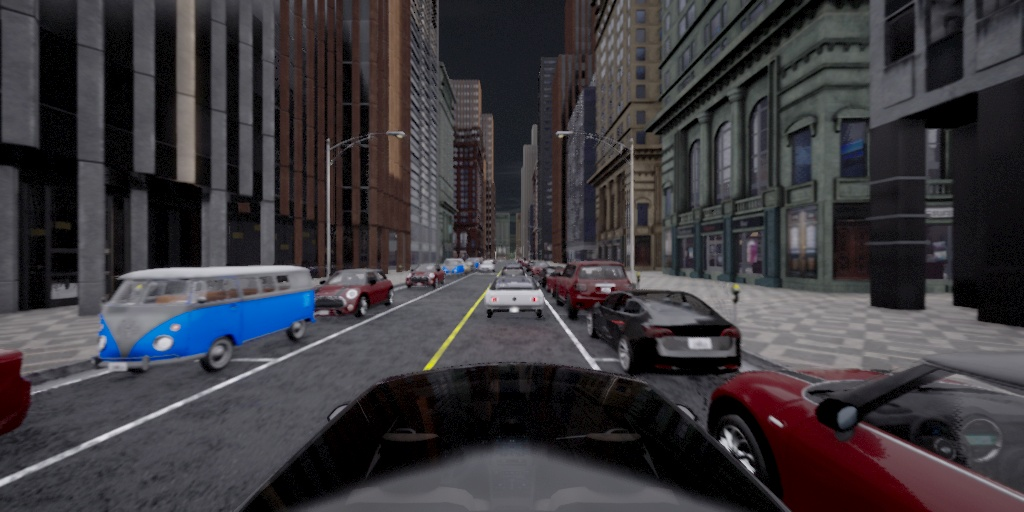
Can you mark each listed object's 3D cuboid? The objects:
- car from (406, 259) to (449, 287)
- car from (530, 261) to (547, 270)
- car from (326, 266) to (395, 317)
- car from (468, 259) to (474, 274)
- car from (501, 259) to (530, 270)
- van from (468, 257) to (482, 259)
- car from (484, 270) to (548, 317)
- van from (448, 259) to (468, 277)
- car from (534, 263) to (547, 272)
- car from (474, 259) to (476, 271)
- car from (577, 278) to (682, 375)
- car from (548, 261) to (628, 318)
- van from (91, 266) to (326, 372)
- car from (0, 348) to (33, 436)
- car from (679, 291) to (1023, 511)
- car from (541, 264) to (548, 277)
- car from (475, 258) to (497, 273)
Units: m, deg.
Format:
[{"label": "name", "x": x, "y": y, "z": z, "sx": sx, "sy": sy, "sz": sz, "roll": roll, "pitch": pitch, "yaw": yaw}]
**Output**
[{"label": "car", "x": -5.757, "y": 1.229, "z": 24.250, "sx": 1.967, "sy": 1.591, "sz": 4.097, "roll": 0, "pitch": 0, "yaw": 0}, {"label": "car", "x": 2.771, "y": 1.248, "z": 35.528, "sx": 1.967, "sy": 1.591, "sz": 4.097, "roll": 0, "pitch": 0, "yaw": 0}, {"label": "car", "x": -5.760, "y": 1.209, "z": 12.976, "sx": 1.967, "sy": 1.591, "sz": 4.097, "roll": 0, "pitch": 0, "yaw": 0}, {"label": "car", "x": -5.753, "y": 1.345, "z": 40.990, "sx": 1.751, "sy": 1.417, "sz": 4.829, "roll": 0, "pitch": 0, "yaw": 0}, {"label": "car", "x": 0.094, "y": 1.290, "z": 29.859, "sx": 2.128, "sy": 1.511, "sz": 4.902, "roll": 0, "pitch": 0, "yaw": 0}, {"label": "van", "x": -5.751, "y": 1.184, "z": 52.432, "sx": 1.690, "sy": 1.789, "sz": 3.998, "roll": 0, "pitch": 0, "yaw": 0}, {"label": "car", "x": 0.086, "y": 1.371, "z": 13.233, "sx": 1.895, "sy": 1.301, "sz": 4.718, "roll": 0, "pitch": 0, "yaw": 0}, {"label": "van", "x": -5.754, "y": 1.150, "z": 35.523, "sx": 1.690, "sy": 1.789, "sz": 3.998, "roll": 0, "pitch": 0, "yaw": 0}, {"label": "car", "x": 2.768, "y": 1.355, "z": 24.256, "sx": 1.948, "sy": 1.339, "sz": 4.313, "roll": 0, "pitch": 0, "yaw": 0}, {"label": "car", "x": -5.752, "y": 1.381, "z": 46.795, "sx": 2.007, "sy": 1.370, "sz": 4.403, "roll": 0, "pitch": 0, "yaw": 0}, {"label": "car", "x": 2.764, "y": 1.325, "z": 7.347, "sx": 1.948, "sy": 1.339, "sz": 4.313, "roll": 0, "pitch": 0, "yaw": 0}, {"label": "car", "x": 2.765, "y": 1.084, "z": 12.984, "sx": 2.192, "sy": 1.841, "sz": 5.009, "roll": 0, "pitch": 0, "yaw": 0}, {"label": "van", "x": -5.761, "y": 1.101, "z": 7.340, "sx": 1.690, "sy": 1.789, "sz": 3.998, "roll": 0, "pitch": 0, "yaw": 0}, {"label": "car", "x": -5.762, "y": 1.295, "z": 1.703, "sx": 1.888, "sy": 1.381, "sz": 4.507, "roll": 0, "pitch": 0, "yaw": 0}, {"label": "car", "x": 2.763, "y": 1.190, "z": 1.710, "sx": 1.967, "sy": 1.591, "sz": 4.097, "roll": 0, "pitch": 0, "yaw": 0}, {"label": "car", "x": 2.767, "y": 1.324, "z": 18.620, "sx": 1.888, "sy": 1.381, "sz": 4.507, "roll": 0, "pitch": 0, "yaw": 0}, {"label": "car", "x": -3.080, "y": 1.351, "z": 44.393, "sx": 1.812, "sy": 1.442, "sz": 4.674, "roll": 0, "pitch": 0, "yaw": 0}]
